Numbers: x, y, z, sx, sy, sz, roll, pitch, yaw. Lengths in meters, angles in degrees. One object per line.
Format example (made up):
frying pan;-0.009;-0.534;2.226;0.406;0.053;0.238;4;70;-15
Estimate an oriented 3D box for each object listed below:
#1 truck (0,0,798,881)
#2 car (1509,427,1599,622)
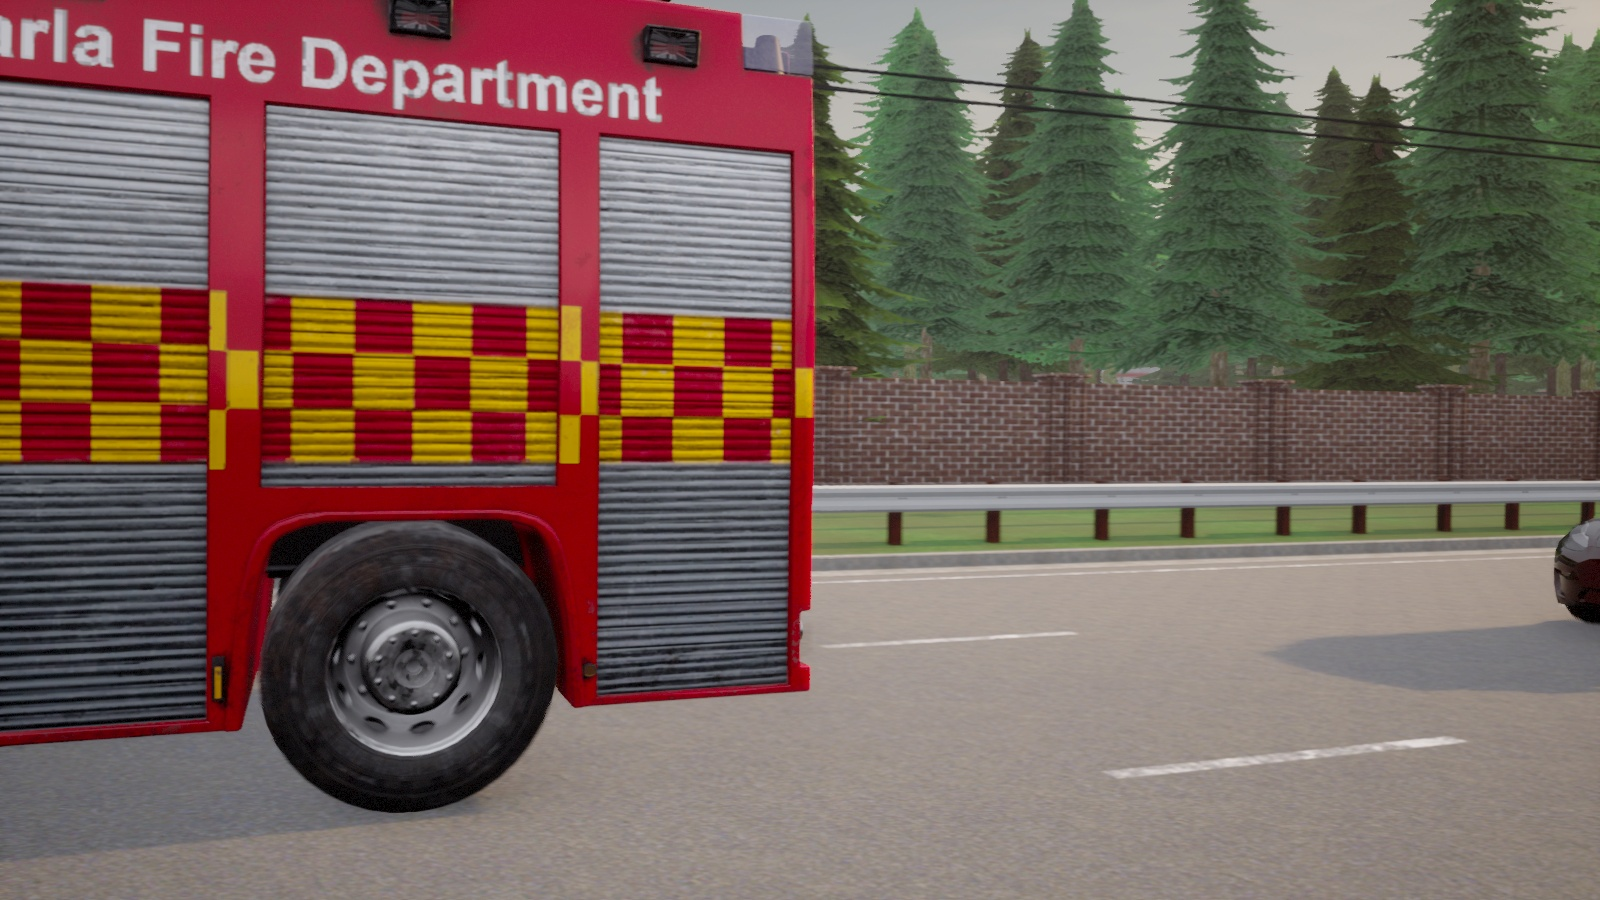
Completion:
truck;-4.502;-0.404;5.259;8.468;3.827;2.891;-1;1;-21
car;8.480;0.540;10.203;4.792;1.488;2.163;-1;1;-21
